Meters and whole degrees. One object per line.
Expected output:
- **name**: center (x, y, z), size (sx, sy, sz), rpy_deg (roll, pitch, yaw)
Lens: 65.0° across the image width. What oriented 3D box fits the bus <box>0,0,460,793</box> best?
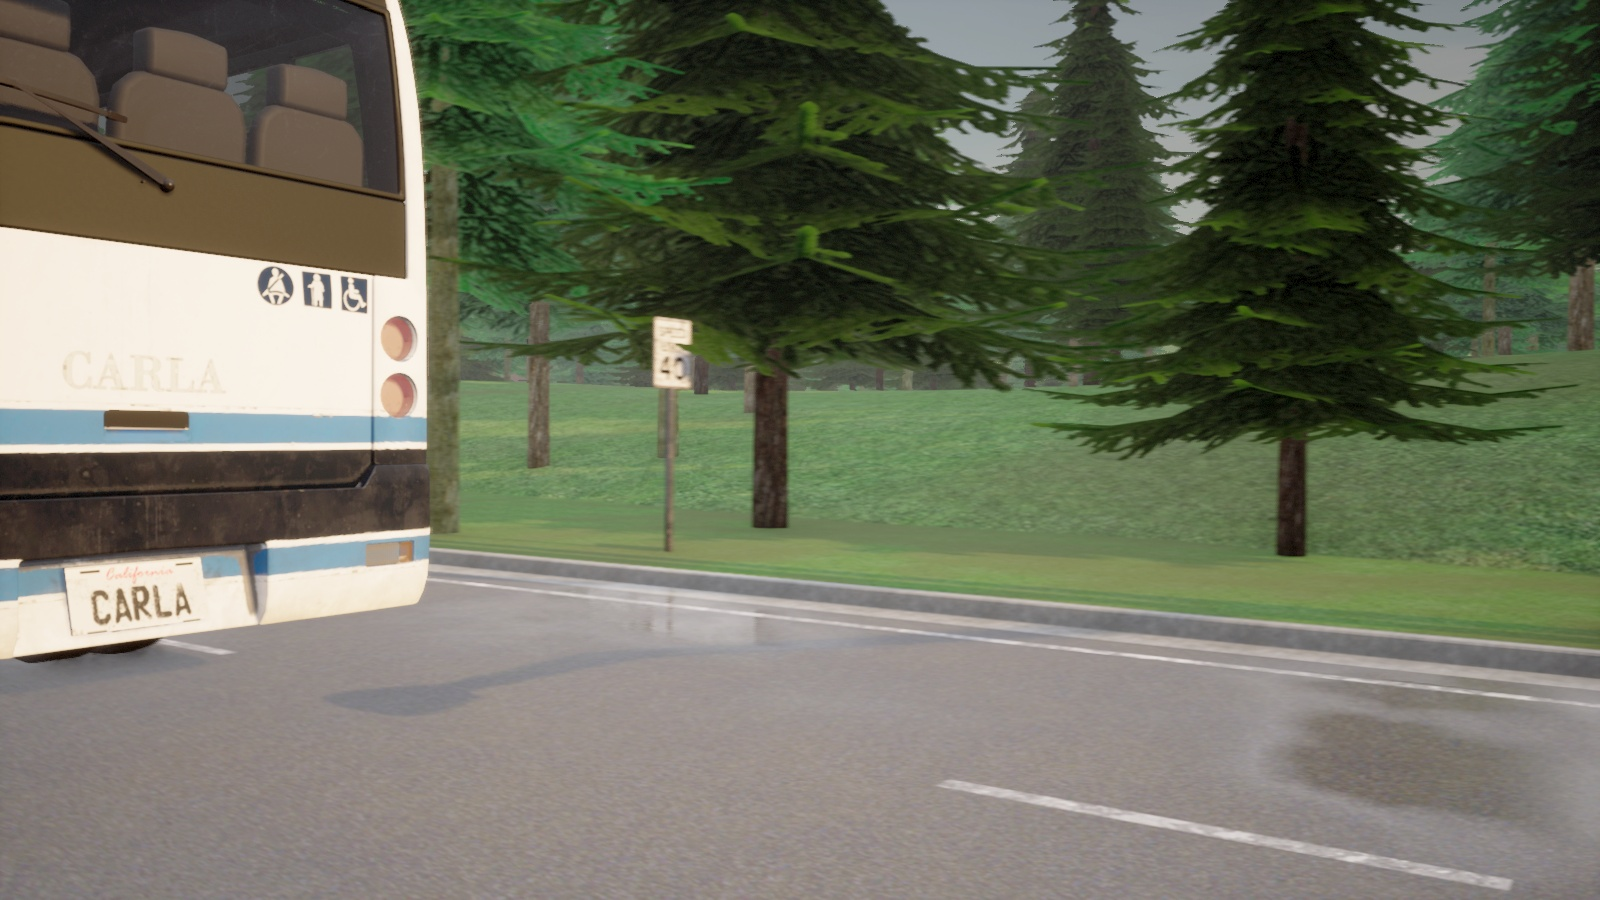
- **bus**: center (-7.369, -0.699, 8.492), size (10.273, 4.253, 3.944), rpy_deg (0, 1, 34)
